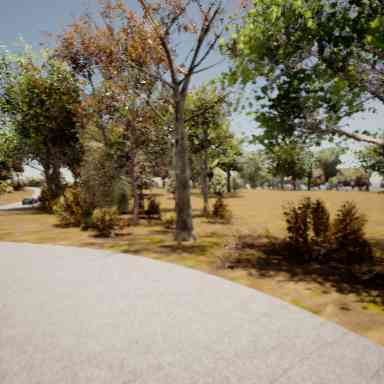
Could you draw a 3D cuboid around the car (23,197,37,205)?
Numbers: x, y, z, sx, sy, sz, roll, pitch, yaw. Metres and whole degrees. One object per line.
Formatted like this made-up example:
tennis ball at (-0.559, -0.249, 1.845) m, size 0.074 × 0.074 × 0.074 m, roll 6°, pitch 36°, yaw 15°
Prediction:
car at (-30.090, 1.596, 61.872) m, size 2.128 × 1.511 × 4.902 m, roll -2°, pitch 2°, yaw -14°
